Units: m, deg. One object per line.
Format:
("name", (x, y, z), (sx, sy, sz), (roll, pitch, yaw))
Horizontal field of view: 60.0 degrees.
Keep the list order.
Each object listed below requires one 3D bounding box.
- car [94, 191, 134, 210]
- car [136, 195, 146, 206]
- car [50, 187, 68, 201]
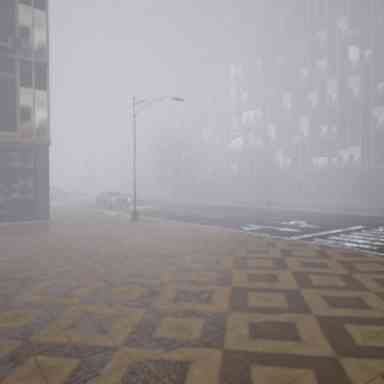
("car", (-7.585, 0.681, 31.673), (2.097, 1.767, 4.553), (-1, 2, -38))
("car", (-7.038, 0.779, 36.240), (2.033, 1.411, 5.357), (-1, 2, -38))
("car", (-19.287, 0.288, 46.749), (2.150, 2.045, 5.566), (-1, 2, -38))
